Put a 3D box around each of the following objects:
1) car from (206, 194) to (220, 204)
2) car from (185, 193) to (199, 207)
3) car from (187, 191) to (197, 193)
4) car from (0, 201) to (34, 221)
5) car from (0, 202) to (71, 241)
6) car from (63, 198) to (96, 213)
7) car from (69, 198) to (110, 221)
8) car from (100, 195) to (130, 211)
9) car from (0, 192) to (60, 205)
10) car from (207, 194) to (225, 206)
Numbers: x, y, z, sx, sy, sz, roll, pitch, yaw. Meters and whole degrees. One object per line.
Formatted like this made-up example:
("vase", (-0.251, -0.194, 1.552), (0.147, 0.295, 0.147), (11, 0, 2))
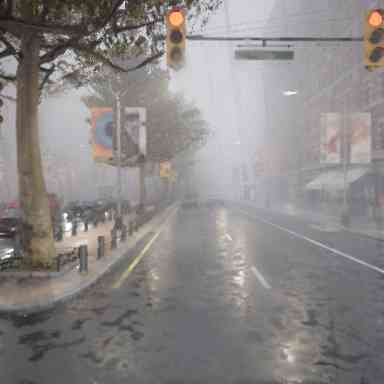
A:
("car", (3.489, 1.119, 55.819), (2.128, 1.511, 4.902), (0, 0, 0))
("car", (-0.009, 1.244, 45.608), (2.033, 1.411, 5.357), (0, 0, 0))
("car", (-0.011, 0.849, 55.846), (2.150, 2.045, 5.566), (0, 0, 0))
("car", (-14.755, 1.418, 26.619), (1.895, 1.301, 4.718), (0, 0, 0))
("car", (-8.091, 1.439, 16.313), (2.033, 1.411, 5.357), (0, 0, 0))
("car", (-11.507, 1.337, 34.209), (1.994, 1.385, 4.181), (0, 0, 0))
("car", (-8.035, 1.394, 25.549), (1.994, 1.385, 4.181), (0, 0, 1))
("car", (-8.007, 1.307, 36.170), (2.033, 1.411, 5.357), (0, 0, 0))
("car", (-11.543, 1.060, 24.323), (2.150, 2.045, 5.566), (0, 0, 1))
("car", (3.490, 1.289, 46.787), (1.895, 1.301, 4.718), (0, 0, 0))
